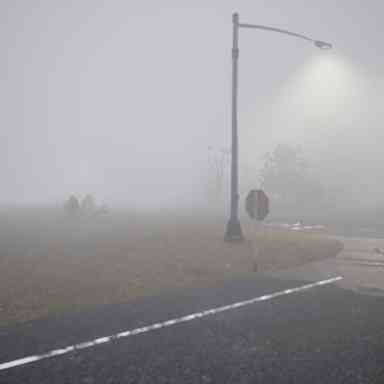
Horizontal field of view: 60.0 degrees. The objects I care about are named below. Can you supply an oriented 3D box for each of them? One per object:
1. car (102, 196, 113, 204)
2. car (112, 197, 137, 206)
[{"bbox_3d":[-15.097,1.533,61.787,2.033,1.411,5.357,1,0,-34],"label":"car"},{"bbox_3d":[-11.099,1.545,55.877,2.033,1.411,5.357,0,0,-33],"label":"car"}]
